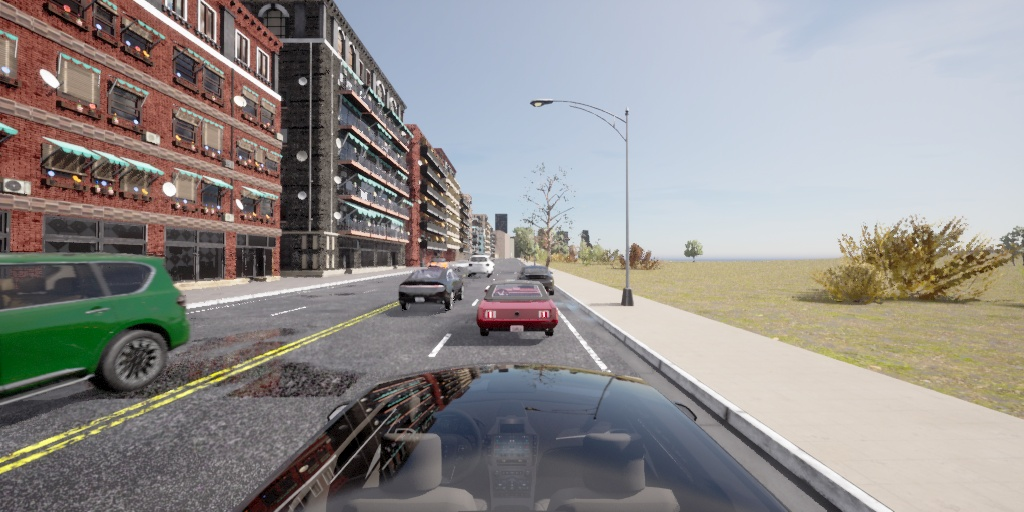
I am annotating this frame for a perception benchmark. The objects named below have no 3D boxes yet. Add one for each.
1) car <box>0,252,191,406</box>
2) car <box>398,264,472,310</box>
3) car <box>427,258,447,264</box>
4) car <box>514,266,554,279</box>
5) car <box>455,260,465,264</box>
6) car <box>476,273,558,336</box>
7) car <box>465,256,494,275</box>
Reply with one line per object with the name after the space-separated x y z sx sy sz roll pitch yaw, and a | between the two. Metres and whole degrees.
-6.595 0.972 3.797 2.150 2.045 5.566 0 0 0 | car
-3.104 1.245 14.525 2.128 1.511 4.902 0 0 0 | car
-9.679 1.103 46.346 2.097 1.767 4.553 0 0 0 | car
1.204 1.257 19.523 1.837 1.490 4.892 0 0 0 | car
-6.427 1.277 46.980 1.812 1.442 4.674 0 0 0 | car
0.131 1.352 10.323 1.895 1.301 4.718 0 0 0 | car
-3.023 0.976 35.517 2.150 2.045 5.566 0 0 0 | car
